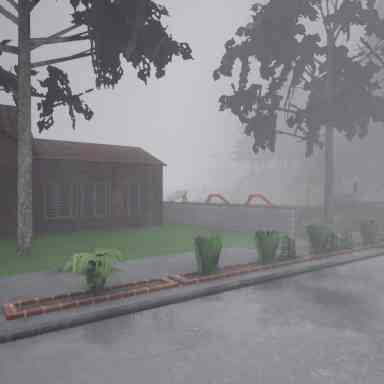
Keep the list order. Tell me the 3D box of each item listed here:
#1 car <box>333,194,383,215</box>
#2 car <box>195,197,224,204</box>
[{"bbox_3d":[14.755,1.223,30.058,2.150,2.045,5.566,0,0,-36],"label":"car"},{"bbox_3d":[2.751,1.601,46.871,1.895,1.301,4.718,0,0,-35],"label":"car"}]
